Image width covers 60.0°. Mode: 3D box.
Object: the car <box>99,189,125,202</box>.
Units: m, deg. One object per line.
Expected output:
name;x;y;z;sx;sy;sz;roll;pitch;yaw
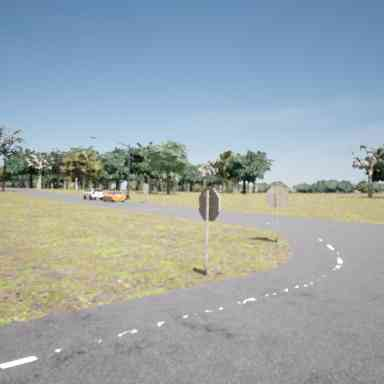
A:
car;-12.304;0.674;52.018;2.097;1.767;4.553;2;0;-36

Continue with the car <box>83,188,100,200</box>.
car;-17.664;0.363;59.524;2.150;2.045;5.566;2;0;-36
